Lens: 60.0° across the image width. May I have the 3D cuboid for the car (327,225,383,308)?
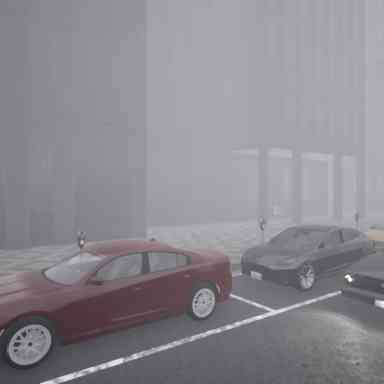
[{"bbox_3d":[5.469,1.548,7.267,5.357,1.411,2.033,0,0,-35],"label":"car"}]

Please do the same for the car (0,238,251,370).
[{"bbox_3d":[-1.330,1.545,5.699,4.507,1.381,1.887,0,0,-35],"label":"car"}]

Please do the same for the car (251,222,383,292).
[{"bbox_3d":[3.262,1.566,8.966,4.313,1.339,1.947,0,0,-35],"label":"car"}]
